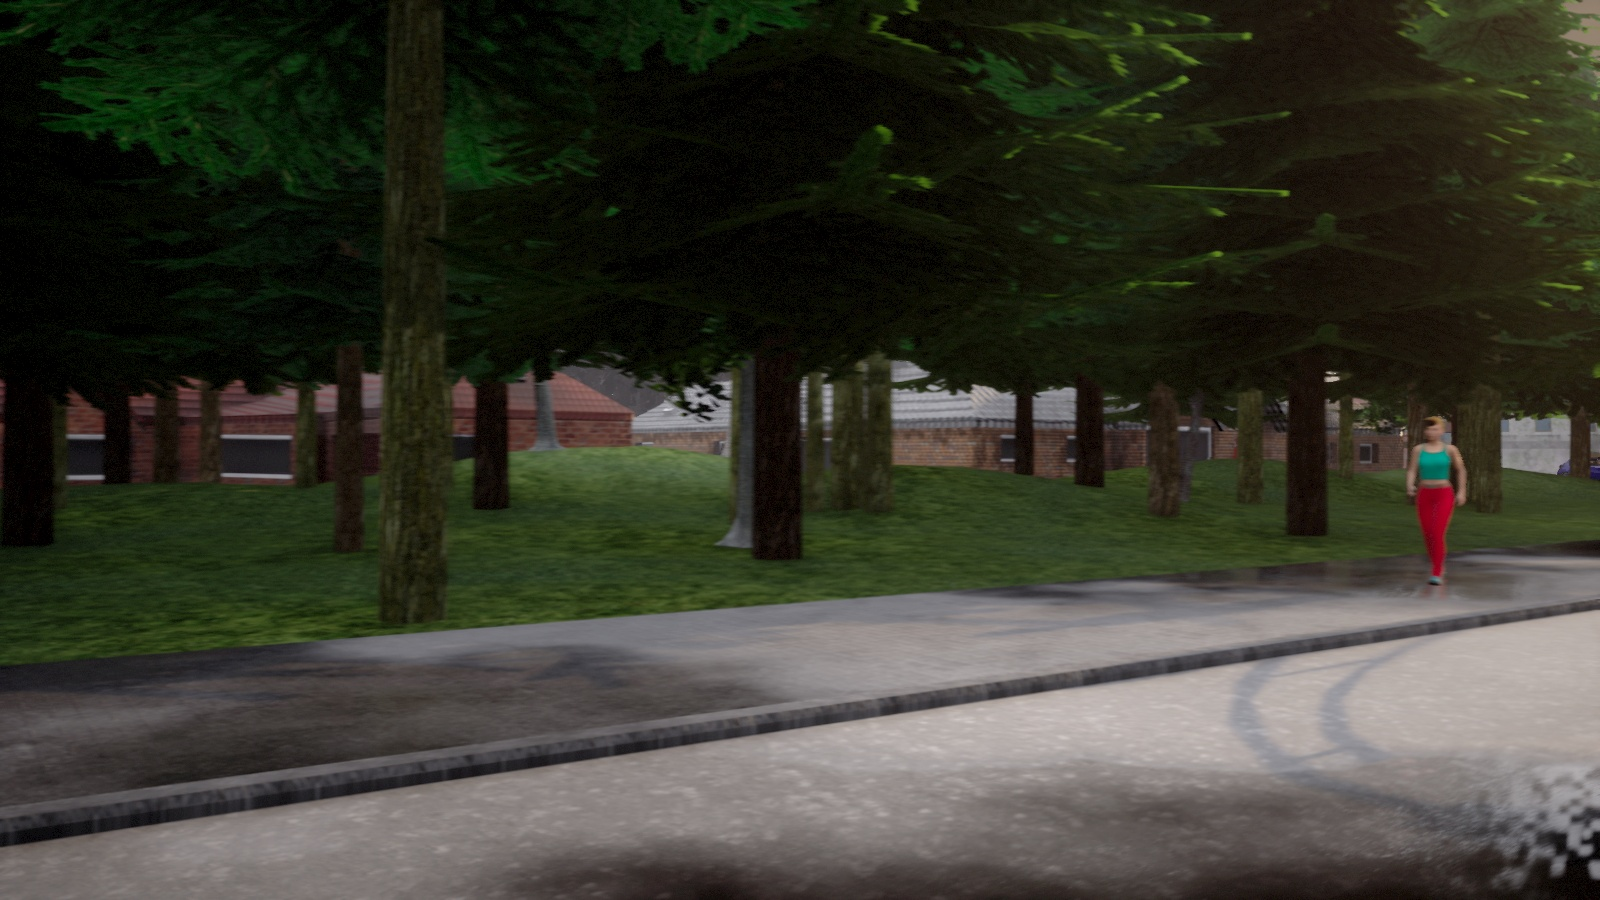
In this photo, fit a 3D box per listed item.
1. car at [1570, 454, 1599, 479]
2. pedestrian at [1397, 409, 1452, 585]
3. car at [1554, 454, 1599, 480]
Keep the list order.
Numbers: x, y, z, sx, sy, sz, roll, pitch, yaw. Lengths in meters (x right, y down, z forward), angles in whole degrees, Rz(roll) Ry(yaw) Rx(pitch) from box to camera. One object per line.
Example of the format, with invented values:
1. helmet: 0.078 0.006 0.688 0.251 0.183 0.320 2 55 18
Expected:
1. car: 48.511 0.950 74.063 2.163 1.488 4.792 0 0 -35
2. pedestrian: 6.690 0.493 13.453 0.594 1.836 0.345 0 0 -45
3. car: 45.524 0.957 71.351 1.816 1.474 4.193 0 0 -35
